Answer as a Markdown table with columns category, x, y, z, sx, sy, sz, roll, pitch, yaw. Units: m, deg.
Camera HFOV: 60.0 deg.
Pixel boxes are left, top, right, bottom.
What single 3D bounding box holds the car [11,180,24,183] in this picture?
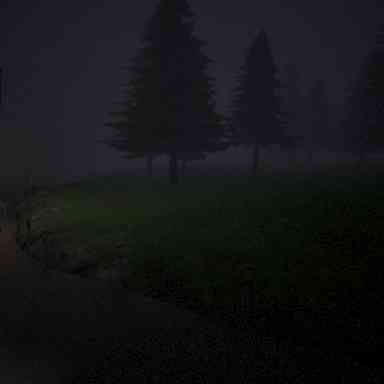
| category | x | y | z | sx | sy | sz | roll | pitch | yaw |
| --- | --- | --- | --- | --- | --- | --- | --- | --- | --- |
| car | -36.376 | -1.936 | 72.799 | 2.097 | 1.767 | 4.553 | 3 | 2 | 19 |

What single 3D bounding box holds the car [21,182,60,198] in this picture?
| category | x | y | z | sx | sy | sz | roll | pitch | yaw |
| --- | --- | --- | --- | --- | --- | --- | --- | --- | --- |
| car | -19.136 | -0.146 | 41.906 | 2.128 | 1.511 | 4.902 | 3 | 2 | 3 |

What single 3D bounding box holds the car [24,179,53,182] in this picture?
| category | x | y | z | sx | sy | sz | roll | pitch | yaw |
| --- | --- | --- | --- | --- | --- | --- | --- | --- | --- |
| car | -33.063 | -1.752 | 71.683 | 2.097 | 1.767 | 4.553 | 3 | 2 | 19 |

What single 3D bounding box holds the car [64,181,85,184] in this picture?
| category | x | y | z | sx | sy | sz | roll | pitch | yaw |
| --- | --- | --- | --- | --- | --- | --- | --- | --- | --- |
| car | -31.038 | -2.130 | 88.604 | 2.097 | 1.767 | 4.553 | 3 | 2 | 19 |

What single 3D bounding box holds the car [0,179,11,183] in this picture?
| category | x | y | z | sx | sy | sz | roll | pitch | yaw |
| --- | --- | --- | --- | --- | --- | --- | --- | --- | --- |
| car | -39.705 | -1.950 | 73.892 | 1.812 | 1.442 | 4.674 | 3 | 2 | 19 |
